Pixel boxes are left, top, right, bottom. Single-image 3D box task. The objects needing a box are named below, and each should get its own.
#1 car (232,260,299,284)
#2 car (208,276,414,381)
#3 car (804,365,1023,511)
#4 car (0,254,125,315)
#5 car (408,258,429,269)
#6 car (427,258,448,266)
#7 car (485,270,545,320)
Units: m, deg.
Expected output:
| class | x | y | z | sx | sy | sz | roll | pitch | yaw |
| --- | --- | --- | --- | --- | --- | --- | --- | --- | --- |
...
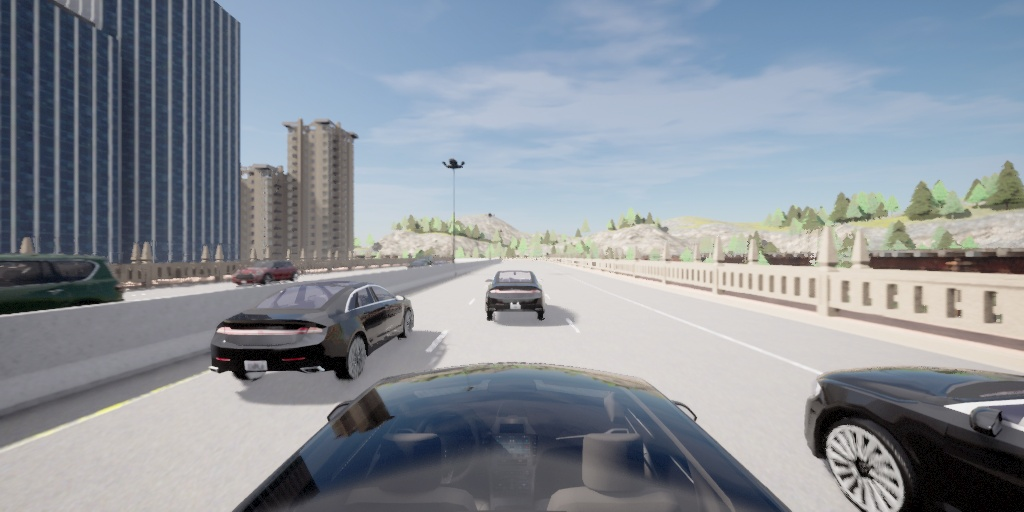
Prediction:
| class | x | y | z | sx | sy | sz | roll | pitch | yaw |
| --- | --- | --- | --- | --- | --- | --- | --- | --- | --- |
| car | -17.484 | 1.103 | 25.666 | 2.097 | 1.767 | 4.553 | 0 | 0 | 1 |
| car | -3.402 | 1.242 | 7.186 | 2.128 | 1.511 | 4.902 | 0 | 0 | 0 |
| car | 3.600 | 1.242 | 1.291 | 2.128 | 1.511 | 4.902 | 0 | 0 | 0 |
| car | -10.600 | 0.971 | 6.480 | 2.150 | 2.045 | 5.566 | 0 | 0 | 0 |
| car | -13.277 | 1.316 | 51.065 | 1.994 | 1.385 | 4.181 | 0 | 0 | 2 |
| car | -9.831 | 1.316 | 49.292 | 1.994 | 1.385 | 4.181 | 0 | 0 | 2 |
| car | 0.099 | 1.242 | 12.692 | 2.128 | 1.511 | 4.902 | 0 | 0 | 0 |
